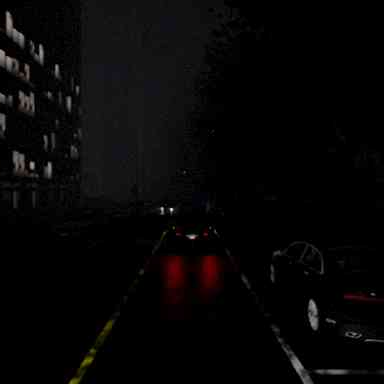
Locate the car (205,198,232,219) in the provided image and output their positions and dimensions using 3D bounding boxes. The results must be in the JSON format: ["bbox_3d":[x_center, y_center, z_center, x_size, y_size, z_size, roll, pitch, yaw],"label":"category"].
[{"bbox_3d":[2.458,1.527,28.933,2.008,1.369,4.403,0,0,-1],"label":"car"}]

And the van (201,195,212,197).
[{"bbox_3d":[1.968,1.299,45.799,1.690,1.788,3.998,0,0,-2],"label":"van"}]

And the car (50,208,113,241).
[{"bbox_3d":[-5.555,1.514,16.794,1.752,1.417,4.829,0,0,0],"label":"car"}]

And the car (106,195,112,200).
[{"bbox_3d":[-19.364,1.311,71.718,4.206,1.307,1.802,1,0,2],"label":"car"}]

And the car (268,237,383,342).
[{"bbox_3d":[2.690,1.546,6.449,2.008,1.369,4.403,0,0,0],"label":"car"}]

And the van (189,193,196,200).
[{"bbox_3d":[0.118,1.227,94.859,1.690,1.788,3.998,0,0,-3],"label":"van"}]

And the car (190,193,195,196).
[{"bbox_3d":[0.382,1.420,89.491,1.752,1.417,4.829,0,0,-3],"label":"car"}]

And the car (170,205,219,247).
[{"bbox_3d":[-0.004,1.515,14.927,1.812,1.442,4.674,0,0,0],"label":"car"}]

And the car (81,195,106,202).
[{"bbox_3d":[-19.217,1.342,63.606,4.206,1.307,1.802,1,0,2],"label":"car"}]

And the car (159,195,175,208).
[{"bbox_3d":[-3.451,1.522,46.669,1.994,1.385,4.181,0,0,-1],"label":"car"}]

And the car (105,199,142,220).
[{"bbox_3d":[-5.699,1.504,28.085,1.752,1.417,4.829,0,0,-1],"label":"car"}]

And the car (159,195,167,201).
[{"bbox_3d":[-7.218,1.458,83.238,2.008,1.369,4.403,0,0,-2],"label":"car"}]

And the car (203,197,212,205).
[{"bbox_3d":[2.358,1.496,34.726,1.752,1.417,4.829,0,0,-1],"label":"car"}]

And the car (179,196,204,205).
[{"bbox_3d":[-0.203,1.453,30.522,1.882,1.535,5.008,0,0,-1],"label":"car"}]

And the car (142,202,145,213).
[{"bbox_3d":[-5.798,1.518,33.897,1.887,1.381,4.507,0,0,-1],"label":"car"}]
